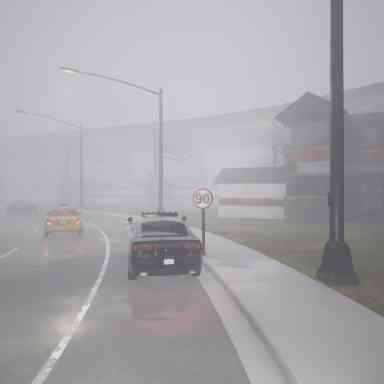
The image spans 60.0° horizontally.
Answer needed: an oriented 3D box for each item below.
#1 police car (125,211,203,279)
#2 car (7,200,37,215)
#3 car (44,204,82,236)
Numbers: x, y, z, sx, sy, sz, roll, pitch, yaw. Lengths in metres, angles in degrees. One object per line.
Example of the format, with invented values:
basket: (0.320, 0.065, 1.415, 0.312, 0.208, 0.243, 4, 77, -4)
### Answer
police car: (-1.019, 1.425, 10.307, 1.930, 1.638, 5.238, 0, 0, -11)
car: (-17.368, 1.526, 33.986, 1.812, 1.442, 4.674, 0, 0, -45)
car: (-7.121, 1.457, 18.487, 1.801, 1.575, 5.366, 0, 0, -20)
